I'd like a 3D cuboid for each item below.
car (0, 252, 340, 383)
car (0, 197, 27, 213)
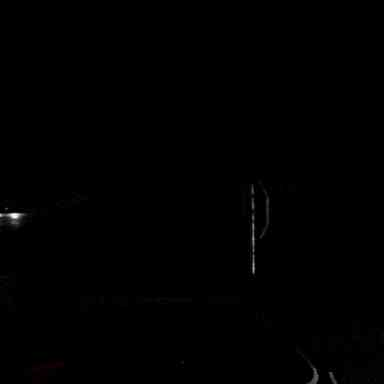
[{"bbox_3d":[-1.313,1.324,1.752,4.553,1.767,2.097,-1,1,-26],"label":"car"},{"bbox_3d":[-18.528,1.357,34.517,1.837,1.490,4.892,-1,1,-14],"label":"car"}]
